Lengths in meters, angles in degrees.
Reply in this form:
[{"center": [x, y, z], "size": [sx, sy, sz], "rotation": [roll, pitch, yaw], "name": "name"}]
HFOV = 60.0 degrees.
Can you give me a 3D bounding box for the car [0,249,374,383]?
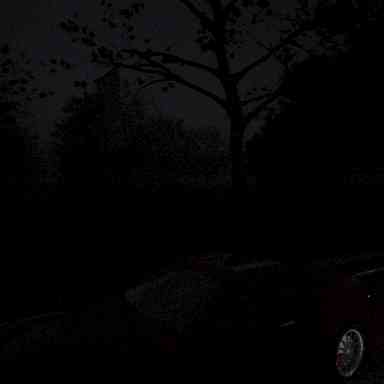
[{"center": [0.265, 1.490, 3.905], "size": [4.674, 1.442, 1.812], "rotation": [-1, 1, -33], "name": "car"}]
